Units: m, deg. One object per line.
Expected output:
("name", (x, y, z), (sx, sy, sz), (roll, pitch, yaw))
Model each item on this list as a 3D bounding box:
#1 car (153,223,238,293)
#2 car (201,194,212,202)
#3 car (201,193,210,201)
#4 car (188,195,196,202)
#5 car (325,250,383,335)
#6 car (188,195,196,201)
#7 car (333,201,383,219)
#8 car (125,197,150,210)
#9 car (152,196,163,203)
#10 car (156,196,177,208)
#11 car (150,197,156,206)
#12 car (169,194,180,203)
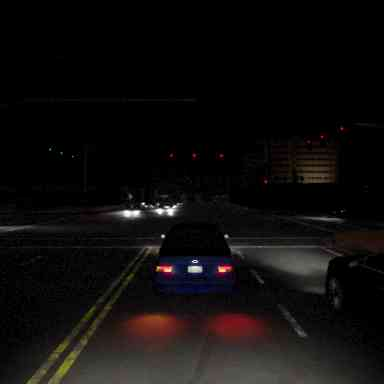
("car", (0.072, 1.547, 8.962), (2.033, 1.411, 5.357), (0, 0, 0))
("car", (3.407, 1.344, 74.756), (2.097, 1.767, 4.553), (0, 0, 0))
("car", (3.395, 1.228, 84.712), (2.097, 1.767, 4.553), (0, 0, 0))
("car", (-0.092, 1.531, 74.462), (2.033, 1.411, 5.357), (0, 0, 0))
("car", (3.557, 1.491, 4.721), (2.128, 1.511, 4.902), (0, 0, 0))
("car", (-0.105, 1.425, 84.736), (1.994, 1.385, 4.181), (0, 0, 0))
("car", (14.512, 1.505, 28.257), (4.892, 1.490, 1.837), (0, 0, -3))
("car", (-7.194, 1.491, 42.628), (2.128, 1.511, 4.902), (0, 0, 2))
("car", (-7.086, 1.599, 68.916), (1.895, 1.301, 4.718), (0, 0, 0))
("car", (-3.649, 1.601, 47.643), (1.895, 1.301, 4.718), (0, 0, 0))
("car", (-7.153, 1.547, 56.149), (2.033, 1.411, 5.357), (0, 0, 0))
("car", (-3.651, 1.491, 58.066), (2.128, 1.511, 4.902), (0, 0, 0))
